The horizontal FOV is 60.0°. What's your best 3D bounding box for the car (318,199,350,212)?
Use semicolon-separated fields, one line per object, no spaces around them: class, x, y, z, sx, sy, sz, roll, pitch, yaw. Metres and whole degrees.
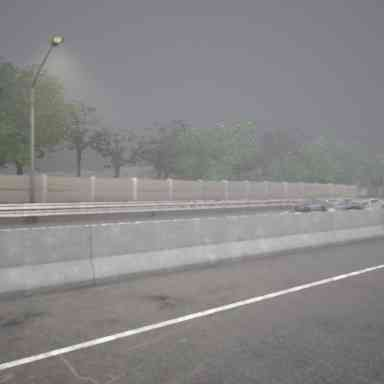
car;14.536;1.517;31.413;4.902;1.511;2.128;0;0;-35

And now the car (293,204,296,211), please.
car;13.739;1.536;38.529;4.892;1.490;1.837;0;0;-38

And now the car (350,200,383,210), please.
car;15.566;1.550;27.861;4.674;1.442;1.812;0;0;-35

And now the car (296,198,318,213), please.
car;13.304;1.591;34.821;4.181;1.385;1.994;0;0;-35
